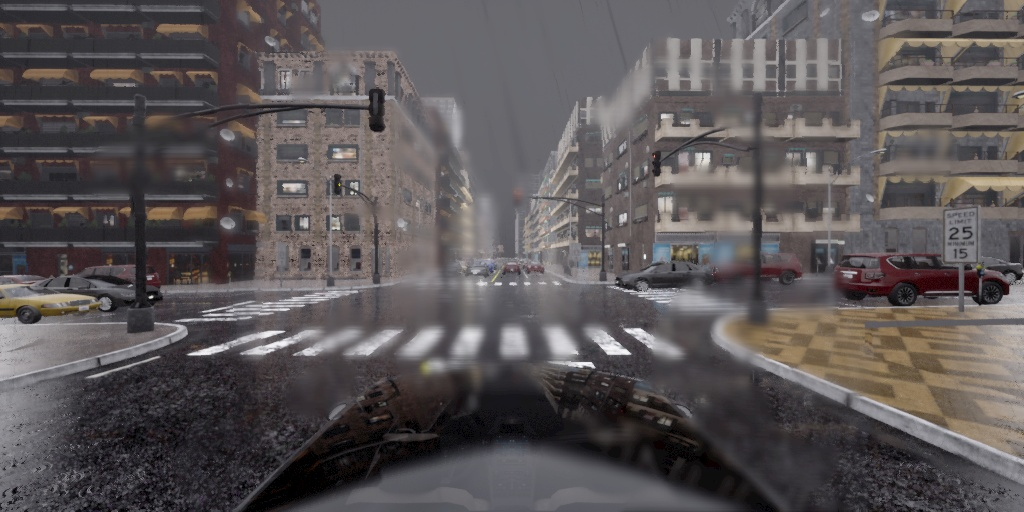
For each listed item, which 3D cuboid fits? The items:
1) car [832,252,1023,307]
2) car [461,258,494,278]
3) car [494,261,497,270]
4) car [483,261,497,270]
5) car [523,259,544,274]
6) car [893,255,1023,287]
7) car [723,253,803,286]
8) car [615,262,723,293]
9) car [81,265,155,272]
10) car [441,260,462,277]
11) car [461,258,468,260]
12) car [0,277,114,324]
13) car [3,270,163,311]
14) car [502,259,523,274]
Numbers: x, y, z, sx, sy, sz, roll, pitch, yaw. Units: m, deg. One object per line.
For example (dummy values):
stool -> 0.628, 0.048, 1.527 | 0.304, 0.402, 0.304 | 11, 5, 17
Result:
car -> 14.685, 0.775, 13.112 | 5.009, 1.841, 2.192 | 0, 0, -1
car -> -3.172, 1.247, 33.985 | 2.128, 1.511, 4.902 | 0, 0, 0
car -> -3.192, 1.237, 43.407 | 1.882, 1.535, 5.008 | 0, 0, 0
car -> -3.208, 1.365, 53.404 | 1.895, 1.301, 4.718 | 0, 0, 0
car -> 2.603, 1.198, 40.812 | 1.967, 1.591, 4.097 | 0, 0, 0
car -> 23.673, 0.757, 19.000 | 5.008, 1.535, 1.882 | -1, 0, -1
car -> 14.532, 0.759, 21.490 | 5.009, 1.841, 2.192 | 0, 0, -1
car -> 7.944, 1.077, 18.828 | 4.892, 1.490, 1.837 | -1, 0, -1
car -> -23.642, 1.462, 21.038 | 5.009, 1.841, 2.192 | 0, 0, -1
car -> -5.765, 1.322, 35.109 | 1.948, 1.339, 4.313 | 0, 0, 0
car -> -5.777, 1.283, 40.621 | 1.751, 1.417, 4.829 | 0, 0, 0
car -> -17.654, 1.585, 12.756 | 4.829, 1.417, 1.751 | 0, 0, -1
car -> -17.898, 1.560, 15.340 | 4.892, 1.490, 1.837 | -1, 0, -1
car -> -0.004, 1.284, 41.000 | 1.812, 1.442, 4.674 | 0, 0, 0
